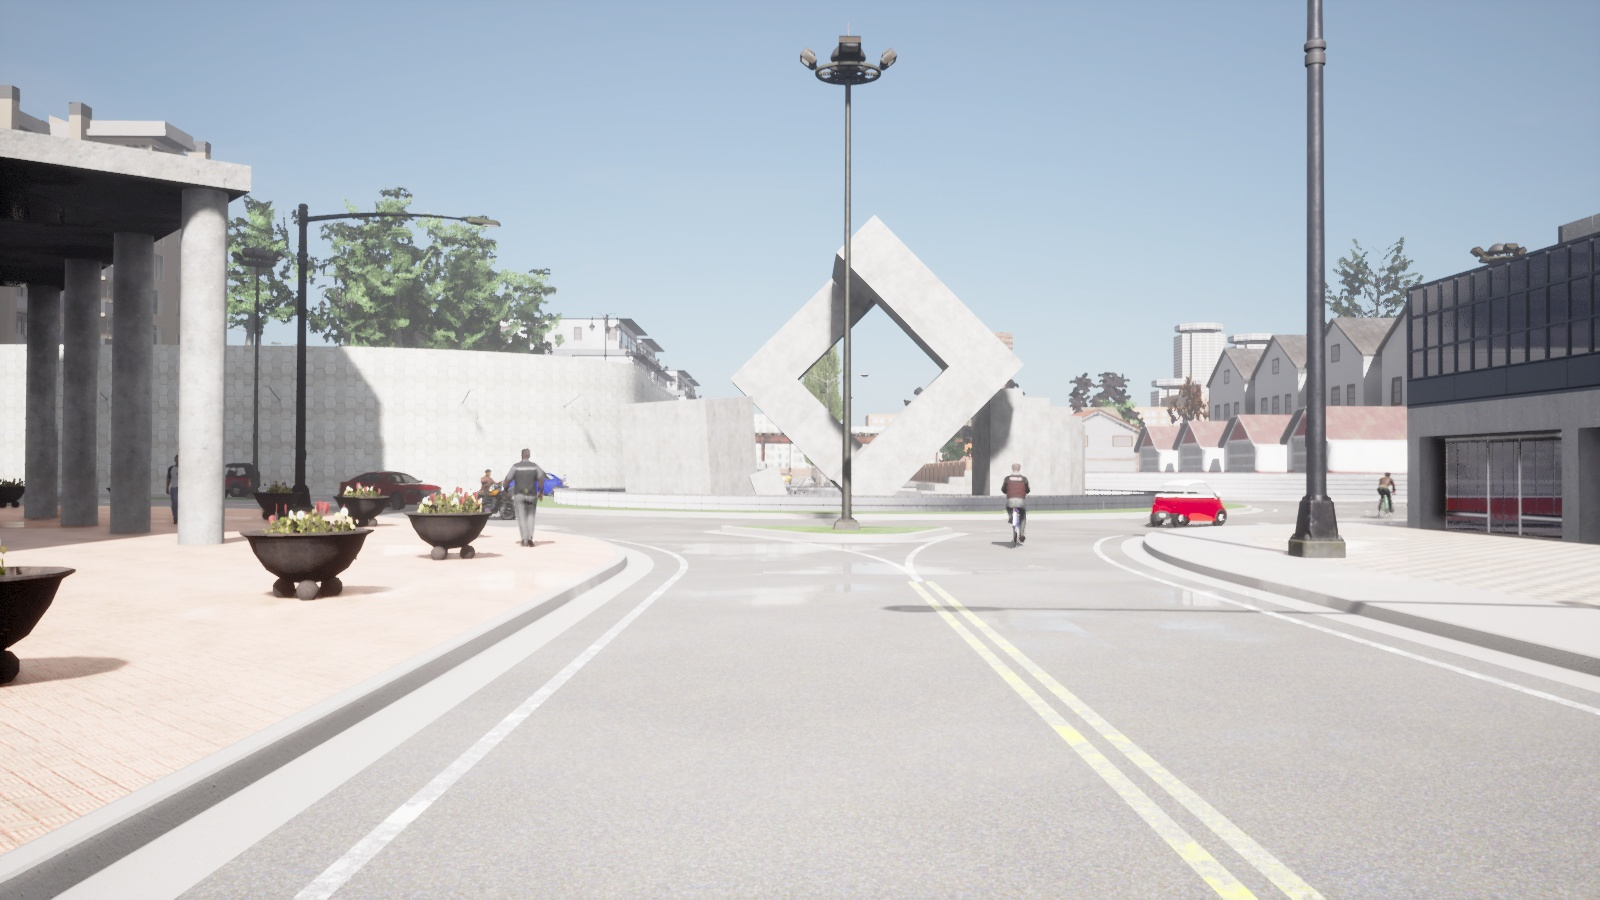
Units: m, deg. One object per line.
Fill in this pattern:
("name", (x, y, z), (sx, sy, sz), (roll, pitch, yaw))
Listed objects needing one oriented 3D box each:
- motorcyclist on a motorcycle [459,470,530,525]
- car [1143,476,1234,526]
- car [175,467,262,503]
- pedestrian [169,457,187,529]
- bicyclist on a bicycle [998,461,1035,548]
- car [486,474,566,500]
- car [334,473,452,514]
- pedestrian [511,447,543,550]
("motorcyclist on a motorcycle", (-9.491, 1.461, 38.974), (2.350, 1.649, 0.766), (-1, -2, 35))
("car", (11.238, 1.438, 36.326), (2.207, 1.376, 1.481), (0, -1, -36))
("car", (-31.000, 1.867, 67.053), (3.866, 1.878, 1.905), (0, -1, -10))
("pedestrian", (-15.984, 1.099, 32.267), (0.354, 1.836, 0.706), (0, -1, -30))
("bicyclist on a bicycle", (4.579, 1.114, 26.469), (0.659, 1.776, 1.843), (0, -1, 13))
("car", (-15.908, 2.125, 73.064), (4.193, 1.474, 1.816), (1, -1, -39))
("car", (-16.196, 1.700, 49.912), (5.008, 1.535, 1.882), (-1, -1, 36))
("pedestrian", (-5.076, 0.889, 23.327), (0.563, 1.883, 0.849), (0, -1, -14))
